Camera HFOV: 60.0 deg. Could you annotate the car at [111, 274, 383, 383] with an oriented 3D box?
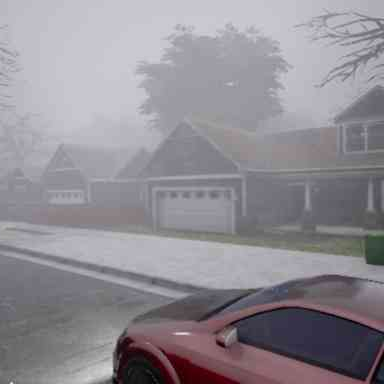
[{"bbox_3d":[1.138,1.519,3.062,4.181,1.385,1.994,-1,1,39],"label":"car"}]
